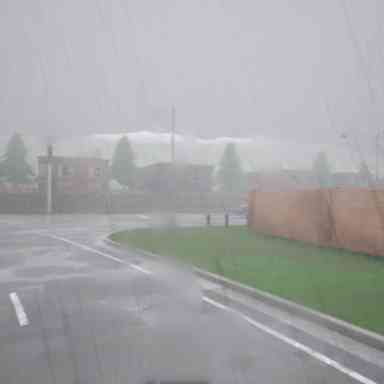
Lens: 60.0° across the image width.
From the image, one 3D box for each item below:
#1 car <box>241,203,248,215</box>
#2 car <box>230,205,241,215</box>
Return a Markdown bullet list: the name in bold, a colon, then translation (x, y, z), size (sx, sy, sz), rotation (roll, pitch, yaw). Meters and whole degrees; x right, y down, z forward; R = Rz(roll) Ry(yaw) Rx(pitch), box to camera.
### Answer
- **car**: translation (8.178, 2.011, 36.681), size (4.674, 1.442, 1.812), rotation (1, -1, -23)
- **car**: translation (6.772, 2.017, 39.885), size (4.674, 1.442, 1.812), rotation (1, -1, -23)
